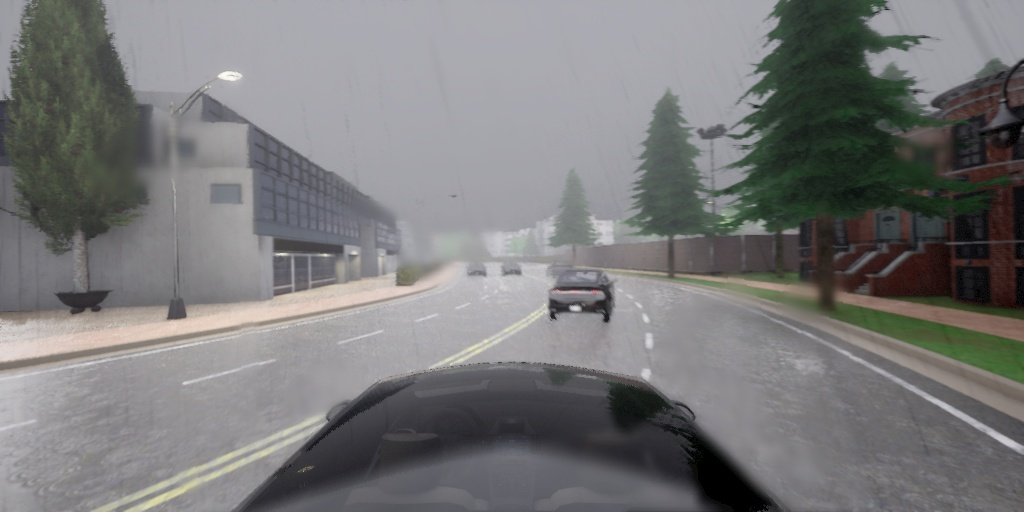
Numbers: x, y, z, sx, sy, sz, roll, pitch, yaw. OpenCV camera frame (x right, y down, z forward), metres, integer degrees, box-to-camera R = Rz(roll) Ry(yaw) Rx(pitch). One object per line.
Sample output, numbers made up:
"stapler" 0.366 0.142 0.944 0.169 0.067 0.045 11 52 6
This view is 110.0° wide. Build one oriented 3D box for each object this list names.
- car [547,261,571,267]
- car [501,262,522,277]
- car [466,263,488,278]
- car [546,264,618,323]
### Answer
"car" 4.153 1.221 30.940 2.128 1.511 4.902 -1 0 -4
"car" -0.120 1.356 37.459 1.837 1.490 4.892 -1 0 -7
"car" -3.555 1.436 36.706 1.837 1.490 4.892 -1 0 -7
"car" 2.461 1.211 12.140 2.128 1.511 4.902 -1 0 18
